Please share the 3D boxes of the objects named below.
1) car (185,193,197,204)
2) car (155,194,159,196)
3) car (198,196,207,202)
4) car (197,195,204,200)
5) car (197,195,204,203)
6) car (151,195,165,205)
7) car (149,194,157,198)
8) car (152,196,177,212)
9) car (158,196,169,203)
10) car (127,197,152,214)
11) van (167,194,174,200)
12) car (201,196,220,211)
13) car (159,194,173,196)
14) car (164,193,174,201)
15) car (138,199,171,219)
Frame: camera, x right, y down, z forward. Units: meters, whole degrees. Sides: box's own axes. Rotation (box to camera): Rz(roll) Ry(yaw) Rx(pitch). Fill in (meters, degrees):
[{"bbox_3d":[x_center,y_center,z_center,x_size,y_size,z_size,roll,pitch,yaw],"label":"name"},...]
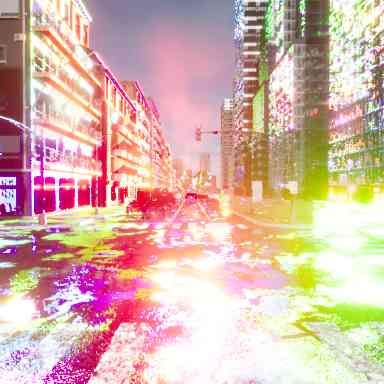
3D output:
[{"bbox_3d":[-0.097,1.222,65.029,2.150,2.045,5.566,0,0,0],"label":"car"},{"bbox_3d":[-5.862,1.312,52.331,2.192,1.841,5.009,-1,0,0],"label":"car"},{"bbox_3d":[2.420,1.548,75.009,1.887,1.381,4.507,-1,0,0],"label":"car"},{"bbox_3d":[2.368,1.535,92.126,1.752,1.417,4.829,-1,0,0],"label":"car"},{"bbox_3d":[2.454,1.551,63.711,2.008,1.369,4.403,-1,0,0],"label":"car"},{"bbox_3d":[-5.877,1.439,57.979,1.967,1.590,4.097,-1,0,0],"label":"car"},{"bbox_3d":[-5.826,1.436,41.033,1.967,1.590,4.097,-1,0,0],"label":"car"},{"bbox_3d":[-3.206,1.560,39.096,1.994,1.385,4.181,0,0,0],"label":"car"},{"bbox_3d":[-5.910,1.583,69.278,1.802,1.307,4.206,-1,0,0],"label":"car"},{"bbox_3d":[-5.807,1.540,35.384,1.887,1.381,4.507,-1,0,0],"label":"car"},{"bbox_3d":[-5.981,1.350,91.872,1.690,1.788,3.998,-1,0,0],"label":"van"},{"bbox_3d":[2.522,1.540,41.115,1.887,1.381,4.507,-1,0,0],"label":"car"},{"bbox_3d":[-3.236,1.488,49.218,2.128,1.511,4.902,0,0,0],"label":"car"},{"bbox_3d":[-5.965,1.322,86.224,2.192,1.841,5.009,-1,0,0],"label":"car"},{"bbox_3d":[-3.187,1.560,29.170,1.994,1.385,4.181,0,0,0],"label":"car"}]
